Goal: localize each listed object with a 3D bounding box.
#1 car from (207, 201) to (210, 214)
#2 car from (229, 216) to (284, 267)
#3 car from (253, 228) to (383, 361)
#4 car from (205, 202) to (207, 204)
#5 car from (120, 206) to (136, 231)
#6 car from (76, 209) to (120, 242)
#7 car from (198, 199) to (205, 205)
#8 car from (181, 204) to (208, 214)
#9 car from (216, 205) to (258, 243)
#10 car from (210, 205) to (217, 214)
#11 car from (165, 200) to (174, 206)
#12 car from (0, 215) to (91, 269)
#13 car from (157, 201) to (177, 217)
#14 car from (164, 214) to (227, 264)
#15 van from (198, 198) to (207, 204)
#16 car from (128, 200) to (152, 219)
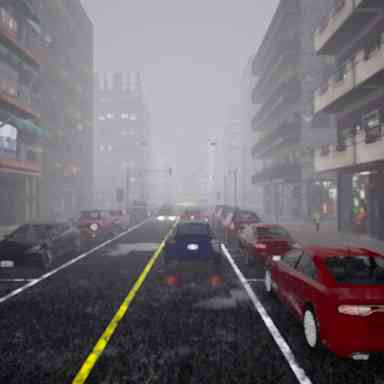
[{"bbox_3d":[2.555,1.812,28.535,1.967,1.590,4.097,0,-1,0],"label":"car"},{"bbox_3d":[2.560,1.737,11.752,1.802,1.307,4.206,0,-1,0],"label":"car"},{"bbox_3d":[2.562,1.627,6.159,1.887,1.381,4.507,0,-1,0],"label":"car"},{"bbox_3d":[2.553,1.988,34.128,1.887,1.381,4.507,0,-1,0],"label":"car"},{"bbox_3d":[-5.324,1.881,22.937,1.802,1.307,4.206,0,-1,0],"label":"car"},{"bbox_3d":[-5.322,1.667,17.345,1.967,1.590,4.097,0,-1,0],"label":"car"},{"bbox_3d":[2.535,2.696,88.968,1.947,1.339,4.313,0,-1,0],"label":"car"},{"bbox_3d":[0.039,1.923,27.502,1.994,1.385,4.181,0,-1,0],"label":"car"},{"bbox_3d":[2.558,1.668,17.347,1.967,1.590,4.097,0,-1,0],"label":"car"},{"bbox_3d":[2.556,1.740,22.941,1.967,1.590,4.097,0,-1,0],"label":"car"},{"bbox_3d":[-5.309,2.538,77.914,1.887,1.381,4.507,0,-1,0],"label":"car"},{"bbox_3d":[-5.320,1.720,11.749,1.947,1.339,4.313,0,-1,0],"label":"car"},{"bbox_3d":[-2.810,2.056,37.918,1.994,1.385,4.181,0,-1,1],"label":"car"},{"bbox_3d":[0.042,1.730,12.536,1.994,1.385,4.181,0,-1,0],"label":"car"},{"bbox_3d":[2.541,2.264,72.170,1.690,1.788,3.998,0,-1,0],"label":"van"},{"bbox_3d":[-5.328,1.757,34.128,2.192,1.841,5.009,0,-1,0],"label":"car"}]
